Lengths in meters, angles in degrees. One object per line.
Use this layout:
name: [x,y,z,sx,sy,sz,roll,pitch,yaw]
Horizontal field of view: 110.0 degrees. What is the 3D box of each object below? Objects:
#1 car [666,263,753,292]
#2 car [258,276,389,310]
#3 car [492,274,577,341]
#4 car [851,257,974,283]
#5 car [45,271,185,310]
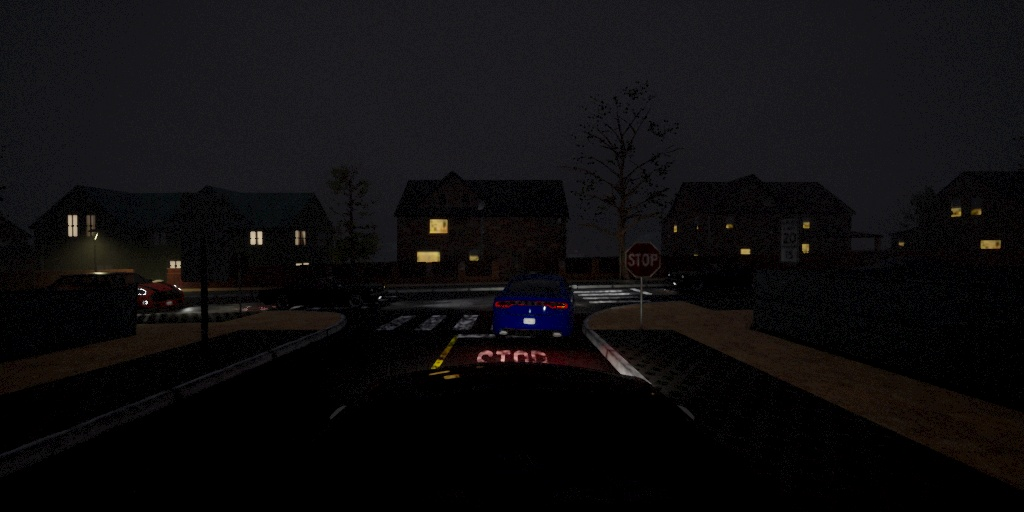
car: [10.407,1.034,18.152,4.718,1.301,1.895,-1,1,-1]
car: [-7.814,1.506,15.222,4.718,1.301,1.895,-1,1,0]
car: [0.784,1.226,10.015,1.882,1.535,5.008,0,0,10]
car: [20.052,0.753,18.190,5.357,1.411,2.033,-1,1,0]
car: [-16.802,1.471,15.212,4.553,1.767,2.097,-1,1,0]
